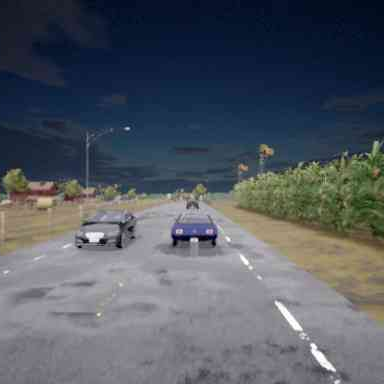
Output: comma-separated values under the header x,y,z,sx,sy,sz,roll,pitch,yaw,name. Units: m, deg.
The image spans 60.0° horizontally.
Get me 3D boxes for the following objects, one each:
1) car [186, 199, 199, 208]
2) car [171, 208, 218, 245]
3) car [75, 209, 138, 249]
x,y,z,sx,sy,sz,roll,pitch,yaw,name
0.097,1.833,52.577,1.837,1.490,4.892,0,0,0,car
0.099,1.626,15.514,1.895,1.301,4.718,0,0,0,car
-3.596,1.515,14.692,2.128,1.511,4.902,0,0,0,car
